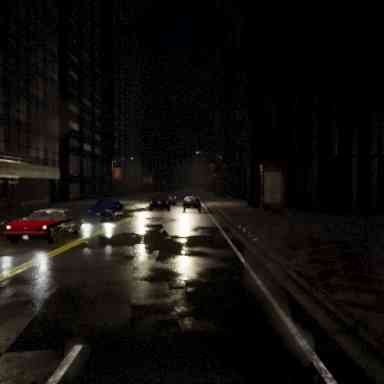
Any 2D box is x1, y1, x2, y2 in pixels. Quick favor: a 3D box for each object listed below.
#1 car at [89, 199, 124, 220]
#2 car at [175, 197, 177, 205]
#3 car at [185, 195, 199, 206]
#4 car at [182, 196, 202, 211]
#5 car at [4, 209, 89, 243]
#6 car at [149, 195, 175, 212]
[{"bbox_3d":[-6.598,1.278,25.884,1.882,1.535,5.008,0,0,0],"label":"car"},{"bbox_3d":[-3.237,1.201,47.517,1.994,1.385,4.181,0,1,1],"label":"car"},{"bbox_3d":[0.016,1.201,47.498,1.994,1.385,4.181,0,1,0],"label":"car"},{"bbox_3d":[-0.006,1.223,35.237,2.128,1.511,4.902,0,1,0],"label":"car"},{"bbox_3d":[-6.600,1.481,15.422,1.895,1.301,4.718,0,0,0],"label":"car"},{"bbox_3d":[-3.259,1.081,35.172,2.097,1.767,4.553,0,0,0],"label":"car"}]
